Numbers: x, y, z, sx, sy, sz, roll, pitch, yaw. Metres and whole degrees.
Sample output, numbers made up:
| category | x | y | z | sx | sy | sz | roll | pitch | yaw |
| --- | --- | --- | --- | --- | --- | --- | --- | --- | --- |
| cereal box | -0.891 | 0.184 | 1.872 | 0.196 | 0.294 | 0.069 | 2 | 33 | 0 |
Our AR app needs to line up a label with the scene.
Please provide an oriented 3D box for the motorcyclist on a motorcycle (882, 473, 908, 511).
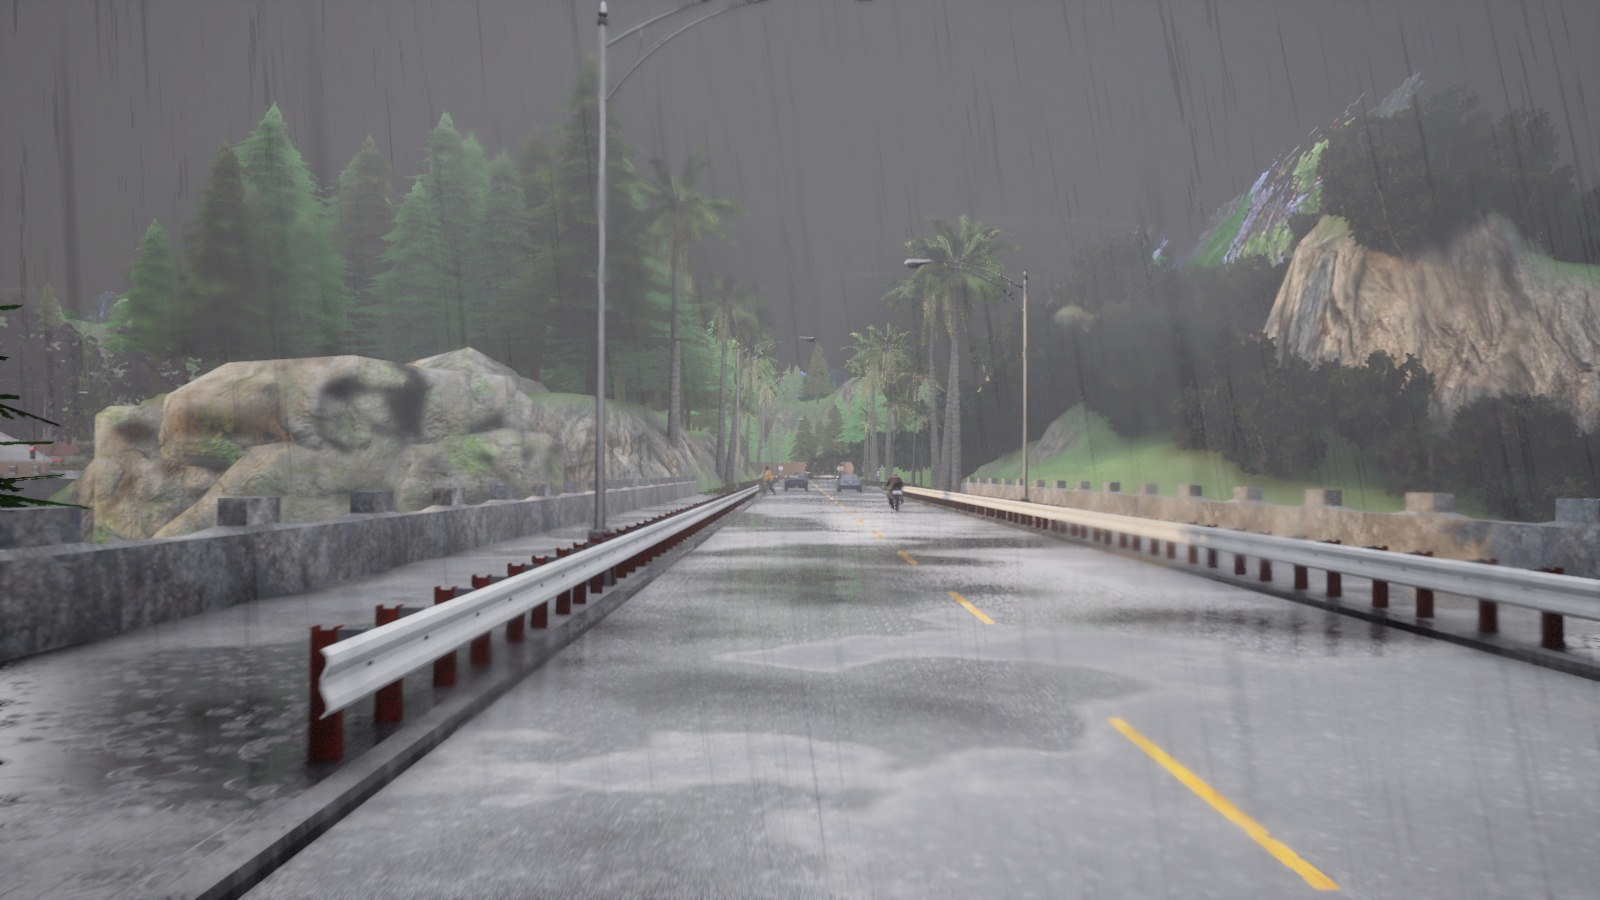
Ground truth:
| category | x | y | z | sx | sy | sz | roll | pitch | yaw |
| --- | --- | --- | --- | --- | --- | --- | --- | --- | --- |
| motorcyclist on a motorcycle | 3.864 | 1.692 | 51.227 | 0.866 | 1.530 | 2.191 | 0 | -1 | 0 |

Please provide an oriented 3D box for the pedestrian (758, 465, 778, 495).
| category | x | y | z | sx | sy | sz | roll | pitch | yaw |
| --- | --- | --- | --- | --- | --- | --- | --- | --- | --- |
| pedestrian | -1.978 | 1.855 | 77.293 | 0.900 | 1.855 | 0.874 | 1 | -1 | -38 |

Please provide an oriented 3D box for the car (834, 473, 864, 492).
| category | x | y | z | sx | sy | sz | roll | pitch | yaw |
| --- | --- | --- | --- | --- | --- | --- | --- | --- | --- |
| car | 3.743 | 2.457 | 96.190 | 2.033 | 1.411 | 5.357 | 0 | -1 | 0 |
